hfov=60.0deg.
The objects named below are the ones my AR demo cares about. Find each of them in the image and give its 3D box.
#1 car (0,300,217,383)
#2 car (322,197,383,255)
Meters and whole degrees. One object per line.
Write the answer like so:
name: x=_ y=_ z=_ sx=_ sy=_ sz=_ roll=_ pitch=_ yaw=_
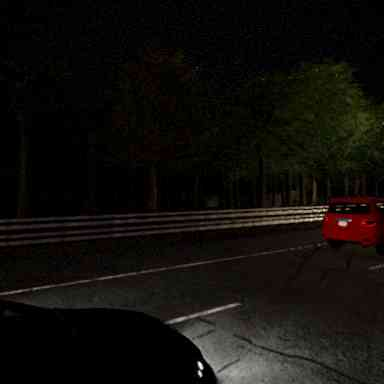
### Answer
car: x=-1.799 y=1.564 z=2.463 sx=4.181 sy=1.385 sz=1.994 roll=0 pitch=0 yaw=-35
car: x=7.575 y=1.225 z=13.446 sx=5.566 sy=2.045 sz=2.150 roll=0 pitch=0 yaw=-35
